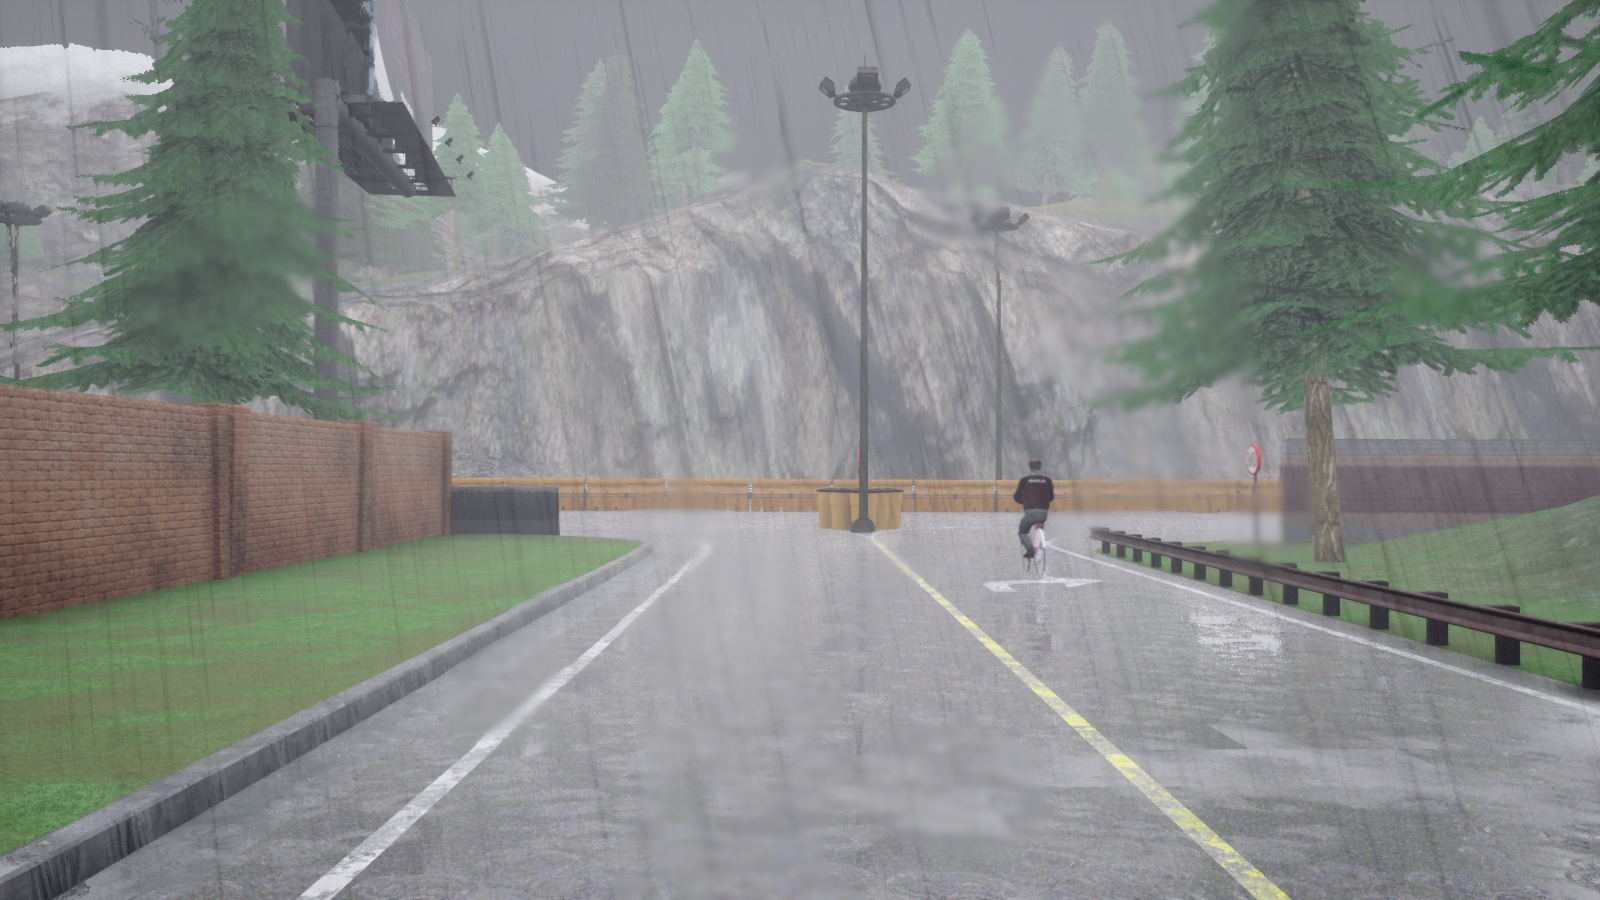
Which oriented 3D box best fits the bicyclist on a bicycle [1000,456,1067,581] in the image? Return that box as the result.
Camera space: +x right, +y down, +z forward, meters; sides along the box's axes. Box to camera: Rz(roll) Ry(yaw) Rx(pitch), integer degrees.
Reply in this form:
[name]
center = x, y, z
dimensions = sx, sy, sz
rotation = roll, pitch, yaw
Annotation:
[bicyclist on a bicycle]
center = 3.474, 0.987, 18.818
dimensions = 0.659, 1.776, 1.843
rotation = 0, -1, 0
